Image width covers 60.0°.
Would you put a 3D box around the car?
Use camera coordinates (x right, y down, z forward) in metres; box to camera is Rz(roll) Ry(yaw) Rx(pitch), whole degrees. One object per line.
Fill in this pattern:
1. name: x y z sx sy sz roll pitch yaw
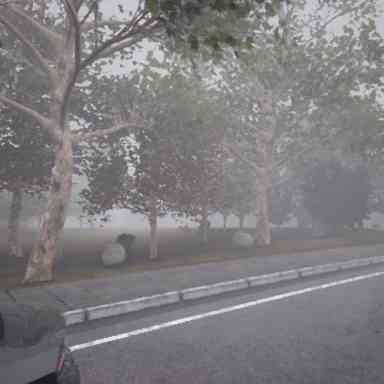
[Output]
1. car: -3.152 1.494 1.751 4.892 1.490 1.837 0 0 -36
